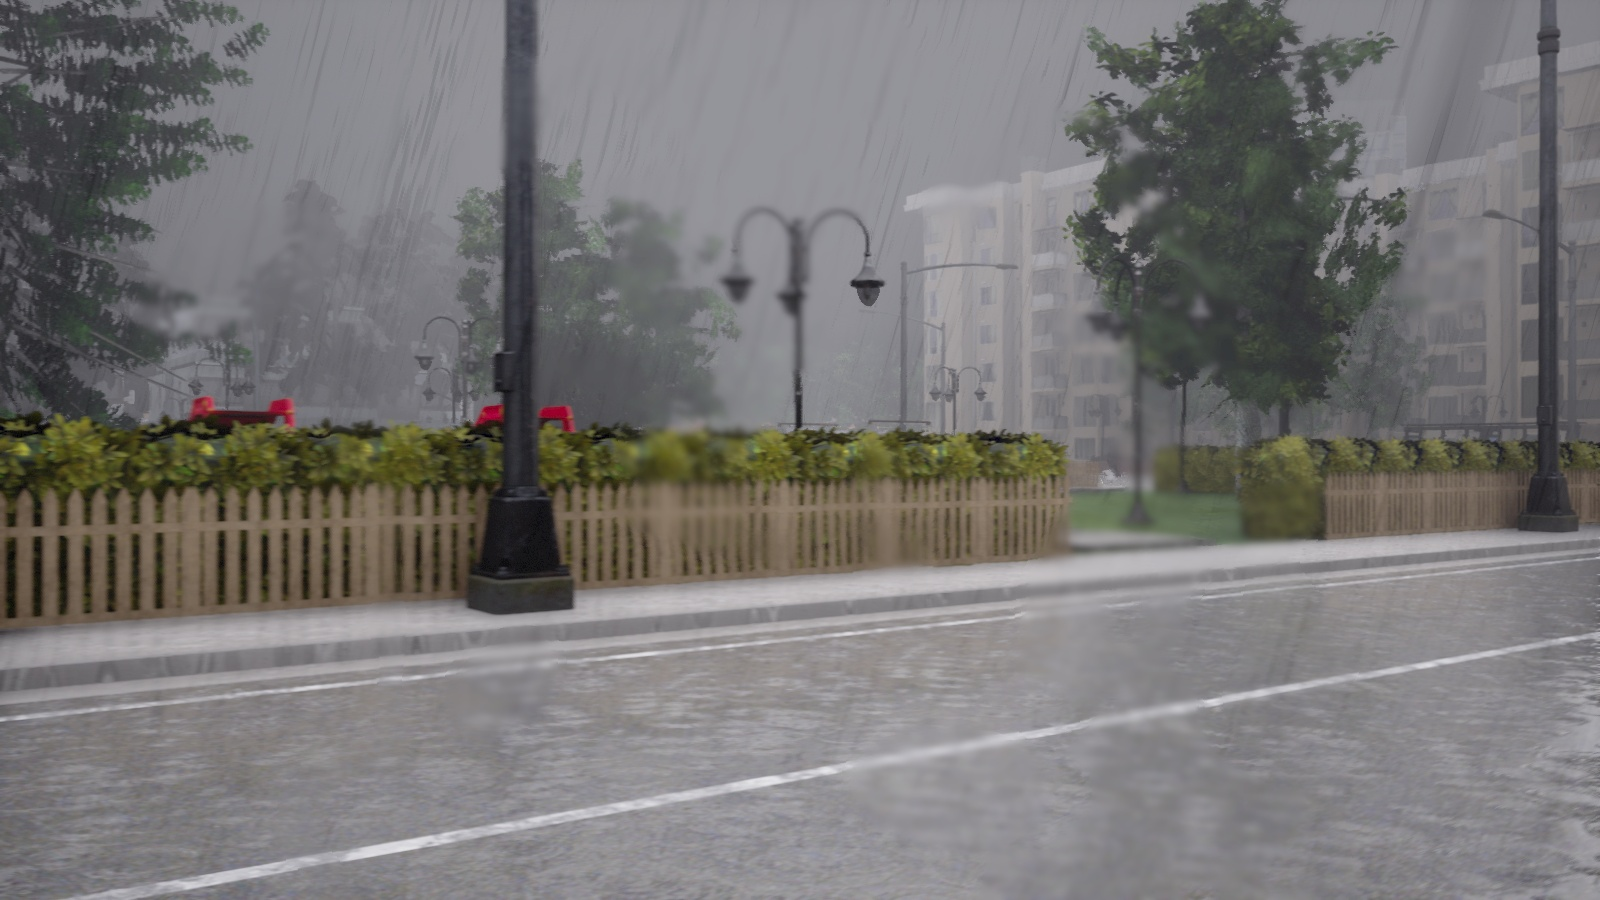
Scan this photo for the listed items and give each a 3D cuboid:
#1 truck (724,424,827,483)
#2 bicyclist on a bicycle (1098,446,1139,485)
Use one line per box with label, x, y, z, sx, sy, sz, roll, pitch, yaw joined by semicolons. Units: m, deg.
truck;-1.719;0.288;83.005;2.891;3.462;7.936;0;-3;-34
bicyclist on a bicycle;14.836;0.727;58.504;0.659;1.776;1.843;0;0;-34
